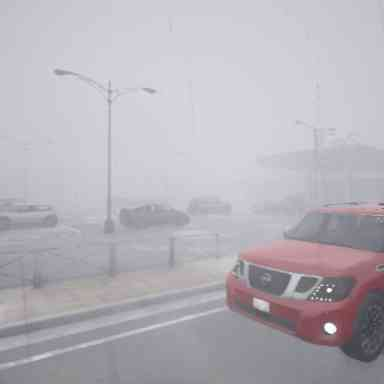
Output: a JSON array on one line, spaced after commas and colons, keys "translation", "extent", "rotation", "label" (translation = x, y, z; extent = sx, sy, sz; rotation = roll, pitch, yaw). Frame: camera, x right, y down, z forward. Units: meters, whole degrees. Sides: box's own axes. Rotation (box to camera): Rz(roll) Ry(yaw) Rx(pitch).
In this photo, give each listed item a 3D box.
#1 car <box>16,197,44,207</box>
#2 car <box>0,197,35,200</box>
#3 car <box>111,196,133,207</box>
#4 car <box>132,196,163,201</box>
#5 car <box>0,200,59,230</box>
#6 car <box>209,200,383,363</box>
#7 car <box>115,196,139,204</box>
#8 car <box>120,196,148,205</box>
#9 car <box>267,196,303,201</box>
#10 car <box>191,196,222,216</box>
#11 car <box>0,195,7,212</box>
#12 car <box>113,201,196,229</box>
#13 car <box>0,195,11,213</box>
[{"translation": [-26.610, 1.611, 54.659], "extent": [3.806, 1.475, 1.970], "rotation": [0, 0, -36], "label": "car"}, {"translation": [-14.176, 1.355, 25.056], "extent": [5.027, 1.636, 2.152], "rotation": [0, 0, -36], "label": "car"}, {"translation": [-10.689, 1.587, 51.318], "extent": [3.633, 1.501, 1.845], "rotation": [0, 0, -36], "label": "car"}, {"translation": [-4.901, 1.566, 43.172], "extent": [4.514, 1.523, 2.007], "rotation": [0, 0, -36], "label": "car"}, {"translation": [-10.174, 1.435, 20.029], "extent": [3.806, 1.475, 1.970], "rotation": [0, 0, -36], "label": "car"}, {"translation": [3.225, 1.245, 6.288], "extent": [5.566, 2.045, 2.150], "rotation": [0, 0, -35], "label": "car"}, {"translation": [-13.226, 1.634, 67.935], "extent": [4.514, 1.523, 2.007], "rotation": [0, 0, -36], "label": "car"}, {"translation": [-11.355, 1.625, 65.416], "extent": [5.027, 1.636, 2.152], "rotation": [0, 0, -36], "label": "car"}, {"translation": [10.090, 1.372, 34.548], "extent": [3.866, 1.878, 1.905], "rotation": [0, 0, -36], "label": "car"}, {"translation": [1.780, 1.363, 32.635], "extent": [4.605, 1.855, 1.932], "rotation": [0, 0, -36], "label": "car"}, {"translation": [-23.660, 1.297, 37.575], "extent": [4.605, 1.855, 1.932], "rotation": [0, 0, -36], "label": "car"}, {"translation": [-2.311, 1.527, 21.160], "extent": [4.514, 1.523, 2.007], "rotation": [0, 0, -36], "label": "car"}, {"translation": [-21.631, 1.278, 35.454], "extent": [3.866, 1.878, 1.905], "rotation": [0, 0, -36], "label": "car"}]
